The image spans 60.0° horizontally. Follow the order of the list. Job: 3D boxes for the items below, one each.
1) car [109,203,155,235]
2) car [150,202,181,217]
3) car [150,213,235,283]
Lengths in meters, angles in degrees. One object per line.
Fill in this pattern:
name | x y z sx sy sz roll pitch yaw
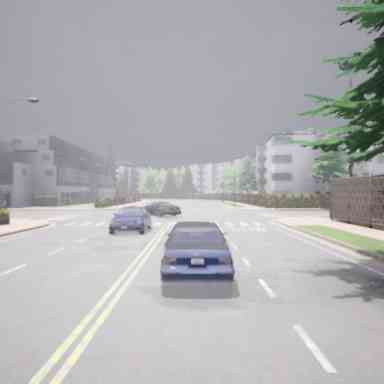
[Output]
car | -3.465 1.578 19.334 1.812 1.442 4.674 0 0 0
car | -3.296 1.632 32.118 2.033 1.411 5.357 0 0 -41
car | 0.121 1.574 9.797 2.033 1.411 5.357 0 0 0
